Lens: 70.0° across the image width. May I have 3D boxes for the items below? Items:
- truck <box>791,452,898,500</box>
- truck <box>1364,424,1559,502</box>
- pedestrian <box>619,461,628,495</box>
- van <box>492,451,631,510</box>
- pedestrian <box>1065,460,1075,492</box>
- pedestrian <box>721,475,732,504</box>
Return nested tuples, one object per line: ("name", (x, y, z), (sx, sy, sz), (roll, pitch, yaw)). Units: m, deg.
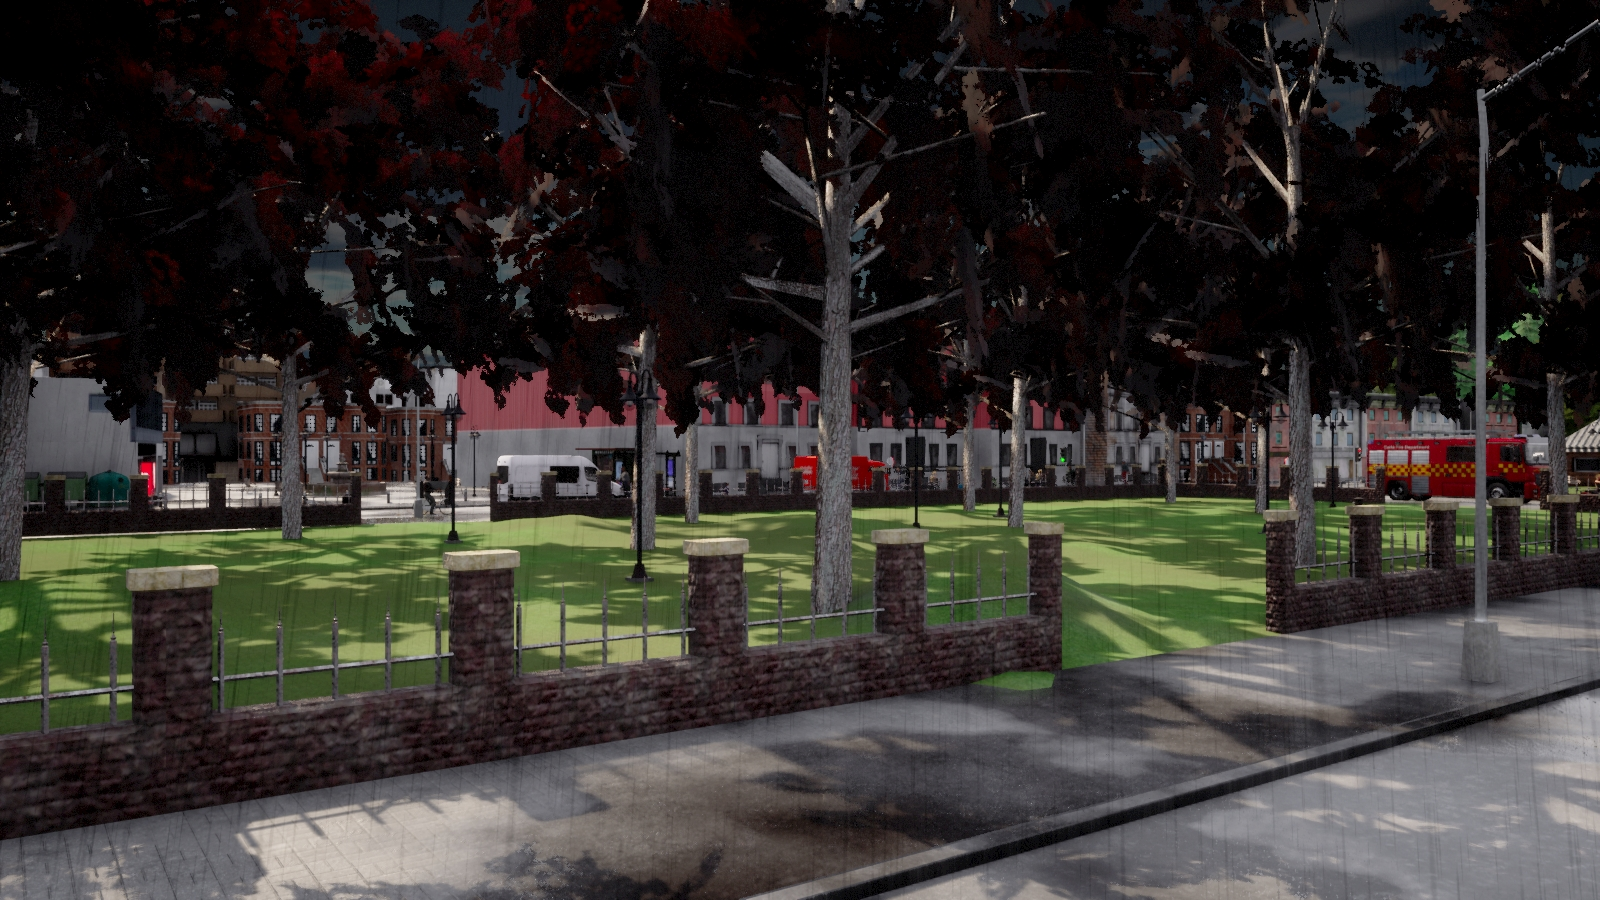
("truck", (2.410, 1.333, 61.385), (5.204, 2.467, 2.627), (0, 0, -35))
("truck", (34.631, 0.645, 60.204), (2.891, 3.827, 8.468), (0, 0, -34))
("pedestrian", (-9.561, 1.513, 61.859), (0.375, 1.860, 0.375), (0, 0, -30))
("van", (-10.832, 1.306, 52.122), (5.915, 2.561, 1.988), (0, 0, -35))
("pedestrian", (15.687, 1.505, 66.387), (0.375, 1.860, 0.375), (0, 0, 44))
("pedestrian", (-3.324, 1.793, 51.493), (0.375, 1.300, 0.375), (0, 0, -35))
